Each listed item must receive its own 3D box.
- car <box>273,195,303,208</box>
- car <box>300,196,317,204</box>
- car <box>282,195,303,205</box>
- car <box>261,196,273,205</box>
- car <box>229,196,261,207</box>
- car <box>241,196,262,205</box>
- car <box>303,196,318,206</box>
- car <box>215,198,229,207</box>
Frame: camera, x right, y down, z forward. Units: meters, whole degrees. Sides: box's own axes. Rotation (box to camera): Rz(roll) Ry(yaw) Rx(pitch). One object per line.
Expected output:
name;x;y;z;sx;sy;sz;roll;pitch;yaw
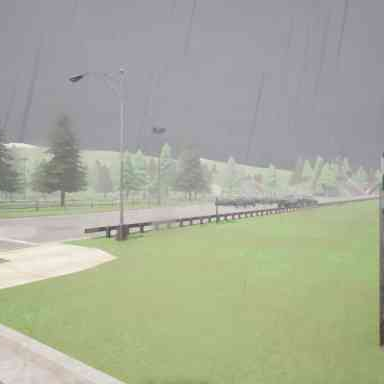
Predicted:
car;13.294;1.505;45.782;1.837;1.490;4.892;0;0;35
car;23.076;1.526;65.773;1.812;1.442;4.674;0;0;35
car;17.579;1.352;57.921;2.097;1.767;4.553;0;0;35
car;13.896;1.491;58.935;2.128;1.511;4.902;0;0;35
car;8.063;1.491;50.505;2.128;1.511;4.902;0;0;35
car;11.028;1.478;60.941;1.882;1.535;5.008;0;0;35
car;19.157;1.505;54.243;1.837;1.490;4.892;0;0;35
car;5.366;1.564;52.742;1.994;1.385;4.181;0;0;35
